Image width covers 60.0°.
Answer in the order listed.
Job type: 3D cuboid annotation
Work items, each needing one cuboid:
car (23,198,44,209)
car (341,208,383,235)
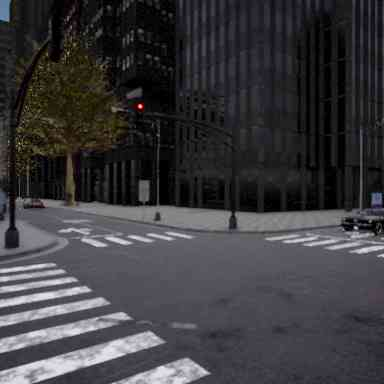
[{"bbox_3d":[-21.651,1.542,45.372,1.994,1.385,4.181,0,0,-36],"label":"car"},{"bbox_3d":[10.715,1.639,19.328,4.718,1.301,1.895,0,0,-35],"label":"car"}]
